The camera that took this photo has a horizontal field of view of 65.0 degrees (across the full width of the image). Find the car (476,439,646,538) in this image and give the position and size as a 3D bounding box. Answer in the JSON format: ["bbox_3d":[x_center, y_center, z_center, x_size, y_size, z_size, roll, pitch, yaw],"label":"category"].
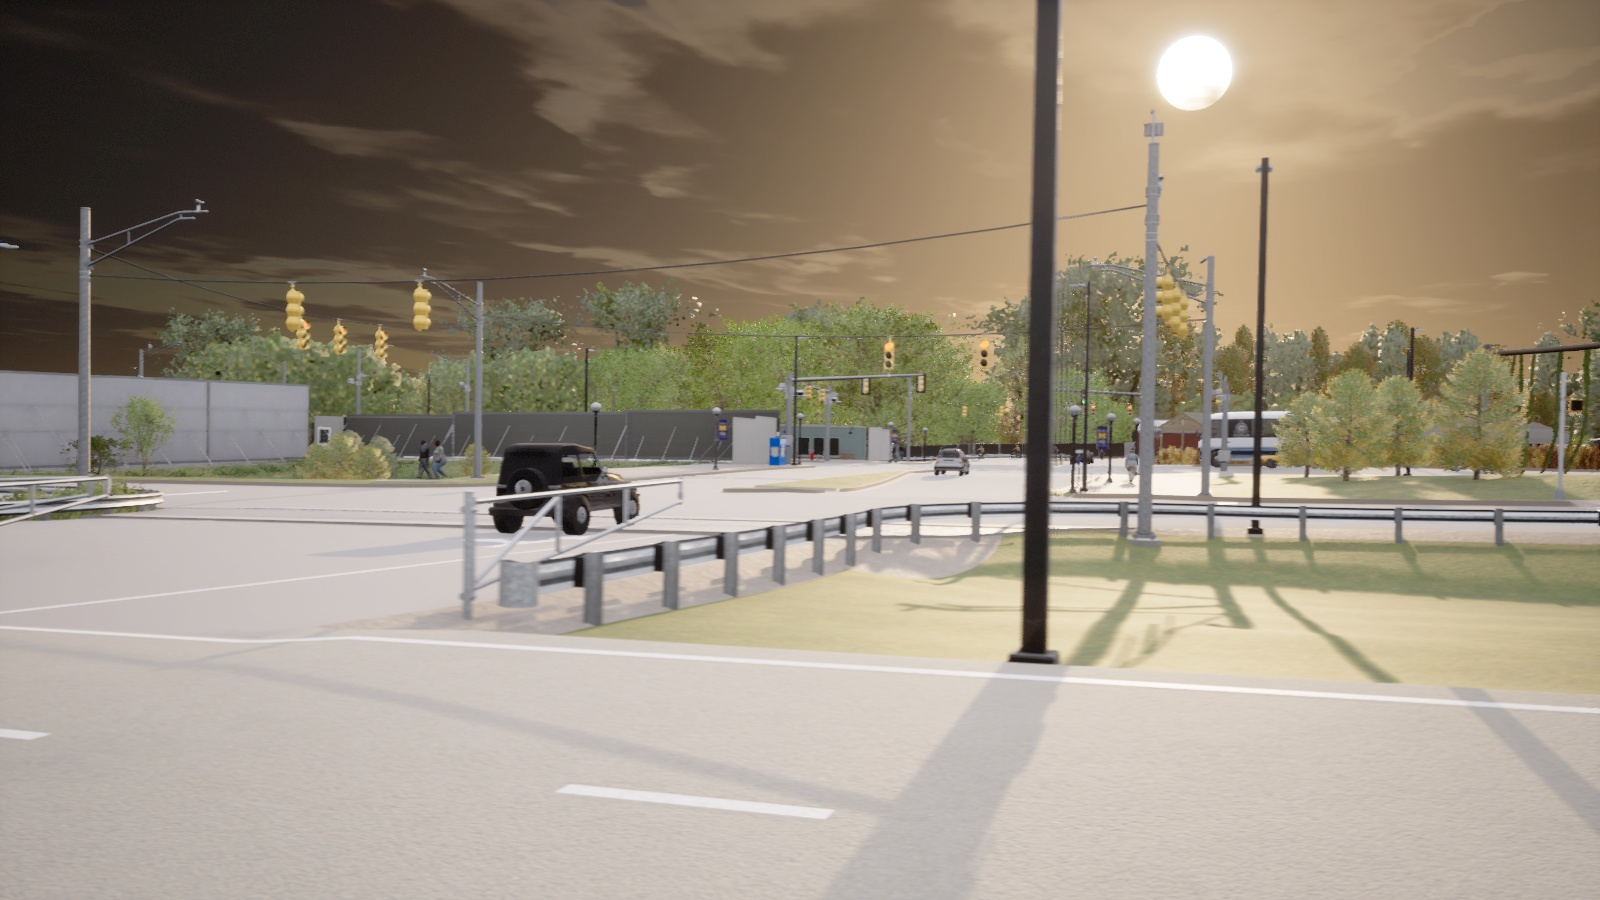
[{"bbox_3d":[-5.008,0.736,26.801,1.905,1.878,3.866,1,1,19],"label":"car"}]

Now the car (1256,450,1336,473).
[{"bbox_3d":[36.167,0.833,91.551,5.366,1.575,1.801,0,1,24],"label":"car"}]

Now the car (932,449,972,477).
[{"bbox_3d":[9.248,0.747,76.231,1.851,1.617,3.988,1,0,15],"label":"car"}]

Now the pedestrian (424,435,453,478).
[{"bbox_3d":[-16.011,0.280,55.600,0.900,1.855,0.874,0,2,-40],"label":"pedestrian"}]

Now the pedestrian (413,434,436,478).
[{"bbox_3d":[-16.685,0.266,55.776,0.849,1.883,0.563,1,1,-6],"label":"pedestrian"}]

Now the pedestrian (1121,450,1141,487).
[{"bbox_3d":[16.981,0.923,64.463,0.874,1.855,0.900,2,1,18],"label":"pedestrian"}]
